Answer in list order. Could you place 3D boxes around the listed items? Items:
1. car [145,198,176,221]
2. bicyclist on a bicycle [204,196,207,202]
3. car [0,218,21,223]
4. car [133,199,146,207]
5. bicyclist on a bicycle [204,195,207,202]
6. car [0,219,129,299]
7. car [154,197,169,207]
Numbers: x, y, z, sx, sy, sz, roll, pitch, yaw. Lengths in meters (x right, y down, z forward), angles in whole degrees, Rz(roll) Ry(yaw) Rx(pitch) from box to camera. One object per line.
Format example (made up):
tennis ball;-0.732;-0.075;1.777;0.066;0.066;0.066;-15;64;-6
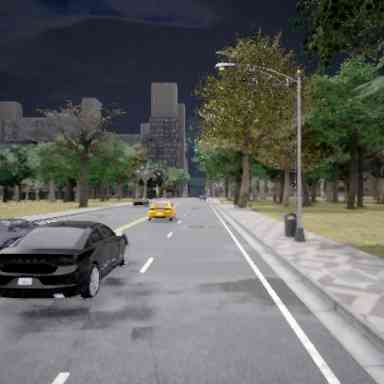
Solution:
car;-2.385;1.495;27.648;1.882;1.535;5.008;0;0;2
bicyclist on a bicycle;3.457;1.749;87.193;0.866;1.612;1.509;0;-1;2
car;-6.342;1.563;10.874;1.994;1.385;4.181;0;0;2
car;-8.244;1.709;54.012;1.895;1.301;4.718;0;0;2
bicyclist on a bicycle;3.182;1.612;77.991;0.659;1.776;1.843;0;0;2
car;-2.960;1.476;8.521;1.882;1.535;5.008;0;0;2
car;-4.984;1.635;54.361;1.812;1.442;4.674;0;0;2
